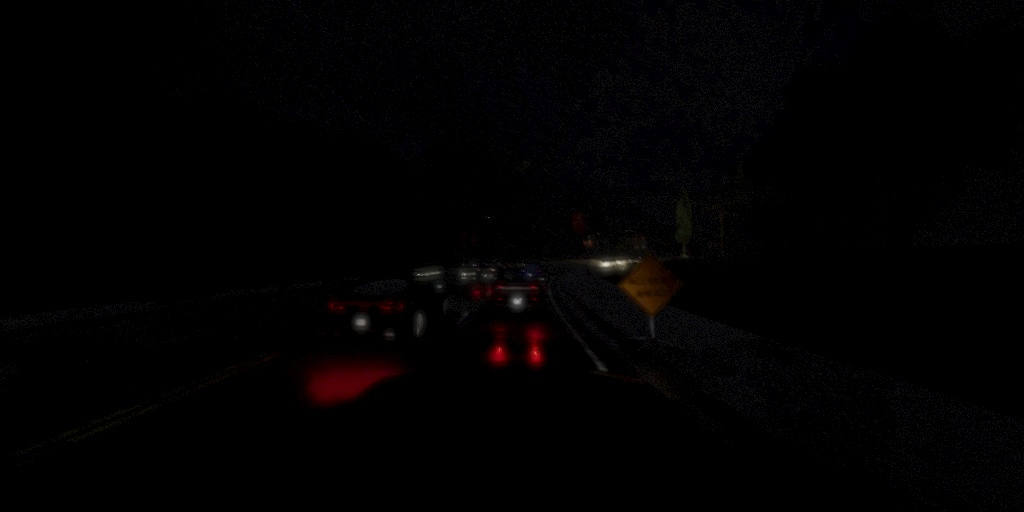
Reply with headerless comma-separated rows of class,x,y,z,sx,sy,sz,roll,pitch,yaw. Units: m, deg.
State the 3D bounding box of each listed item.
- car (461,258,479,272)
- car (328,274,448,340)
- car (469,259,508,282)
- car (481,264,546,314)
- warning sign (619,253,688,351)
car,-4.862,1.100,46.171,2.097,1.767,4.553,0,0,15
car,-3.116,1.235,10.033,1.882,1.535,5.008,0,0,2
car,-1.612,1.239,28.815,2.128,1.511,4.902,0,0,8
car,0.267,1.246,13.813,2.128,1.511,4.902,0,0,2
warning sign,2.852,0.871,7.274,1.300,1.860,1.060,0,0,0
